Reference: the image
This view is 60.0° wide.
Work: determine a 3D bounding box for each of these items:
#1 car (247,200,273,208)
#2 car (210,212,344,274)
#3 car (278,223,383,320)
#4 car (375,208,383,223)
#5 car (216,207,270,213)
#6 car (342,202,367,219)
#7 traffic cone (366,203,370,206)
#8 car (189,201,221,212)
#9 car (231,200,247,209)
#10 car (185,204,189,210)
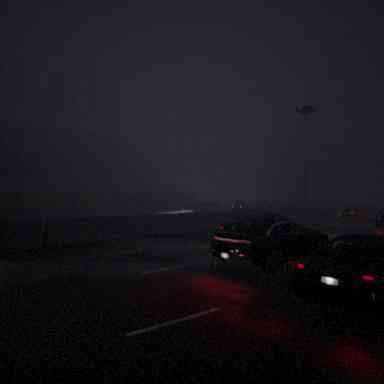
[{"bbox_3d":[8.941,1.815,42.111,1.882,1.535,5.008,0,0,26],"label":"car"},{"bbox_3d":[2.737,1.581,10.946,4.902,1.511,2.128,0,0,-41],"label":"car"},{"bbox_3d":[4.067,1.632,7.489,4.181,1.385,1.994,1,-1,-41],"label":"car"},{"bbox_3d":[14.760,1.826,24.332,1.895,1.301,4.718,0,-1,36],"label":"car"},{"bbox_3d":[3.495,1.679,16.346,2.033,1.411,5.357,0,-1,45],"label":"car"},{"bbox_3d":[15.986,1.769,32.753,1.882,1.535,5.008,0,0,30],"label":"car"},{"bbox_3d":[35.651,2.560,66.985,0.340,0.580,0.340,0,0,5],"label":"traffic cone"},{"bbox_3d":[2.112,1.877,43.943,2.033,1.411,5.357,0,0,28],"label":"car"},{"bbox_3d":[6.781,1.864,45.735,1.837,1.490,4.892,0,-1,23],"label":"car"},{"bbox_3d":[0.683,1.963,49.061,1.895,1.301,4.718,0,0,23],"label":"car"}]
